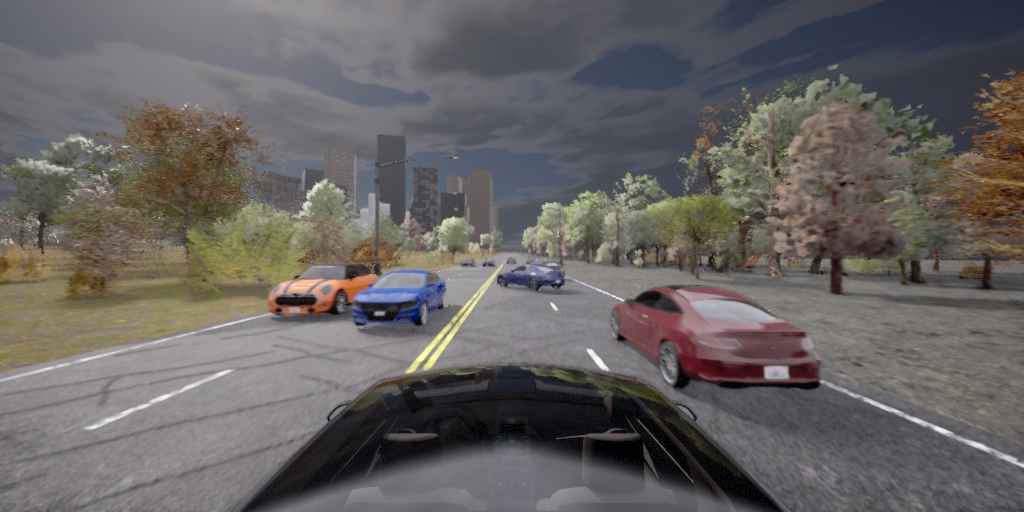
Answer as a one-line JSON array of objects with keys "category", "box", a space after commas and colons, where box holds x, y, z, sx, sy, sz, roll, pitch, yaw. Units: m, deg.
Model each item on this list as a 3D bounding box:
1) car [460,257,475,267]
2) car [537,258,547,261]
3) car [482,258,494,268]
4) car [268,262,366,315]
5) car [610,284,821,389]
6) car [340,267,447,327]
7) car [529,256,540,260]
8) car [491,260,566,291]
[{"category": "car", "box": [-6.648, 0.942, 54.453, 1.837, 1.490, 4.892, 0, 1, 0]}, {"category": "car", "box": [3.205, 1.120, 28.717, 1.812, 1.442, 4.674, 0, 0, 0]}, {"category": "car", "box": [-3.405, 0.994, 53.313, 2.033, 1.411, 5.357, 0, 0, 0]}, {"category": "car", "box": [-6.613, 1.048, 13.140, 2.097, 1.767, 4.553, 0, 0, 0]}, {"category": "car", "box": [3.248, 1.246, 6.710, 1.812, 1.442, 4.674, 0, 1, 0]}, {"category": "car", "box": [-3.361, 1.181, 11.601, 1.882, 1.535, 5.008, 0, 0, 0]}, {"category": "car", "box": [3.178, 0.985, 39.911, 1.801, 1.575, 5.366, 0, 0, 0]}, {"category": "car", "box": [1.030, 1.168, 20.643, 1.812, 1.442, 4.674, 0, 0, -38]}]
